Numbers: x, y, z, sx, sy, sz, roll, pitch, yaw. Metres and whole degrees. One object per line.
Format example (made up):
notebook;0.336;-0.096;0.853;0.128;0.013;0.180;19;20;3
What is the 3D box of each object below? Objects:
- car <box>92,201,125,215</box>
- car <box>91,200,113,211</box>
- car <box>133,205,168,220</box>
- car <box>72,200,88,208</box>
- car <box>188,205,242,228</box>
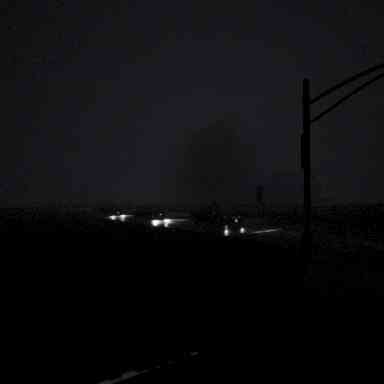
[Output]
car;-10.337;2.110;41.829;2.033;1.411;5.357;-1;0;-35
car;-14.846;2.177;54.438;1.837;1.490;4.892;-1;0;-36
car;-4.189;1.981;33.230;1.994;1.385;4.181;-1;0;-37
car;-21.453;2.321;63.655;2.128;1.511;4.902;-1;0;-36
car;1.642;1.771;25.114;2.128;1.511;4.902;-1;0;-36
